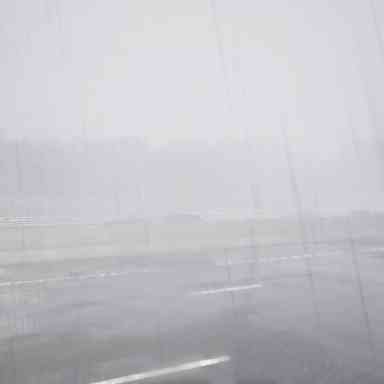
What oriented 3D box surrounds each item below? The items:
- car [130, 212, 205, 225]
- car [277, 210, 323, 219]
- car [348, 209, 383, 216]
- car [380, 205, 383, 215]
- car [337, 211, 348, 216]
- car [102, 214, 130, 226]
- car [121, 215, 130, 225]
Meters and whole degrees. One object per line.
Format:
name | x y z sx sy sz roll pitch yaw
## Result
car | -1.281 2.200 21.187 4.553 1.767 2.097 0 -2 -21
car | 12.243 2.732 37.629 5.357 1.411 2.033 0 -2 -21
car | 15.999 2.209 27.847 5.008 1.535 1.882 0 -2 -21
car | 26.845 2.298 43.262 4.181 1.385 1.994 0 -2 -21
car | 15.690 2.383 31.471 4.892 1.490 1.837 0 -3 -21
car | -5.716 2.783 30.711 5.008 1.535 1.882 0 -2 -21
car | -2.716 2.564 24.371 4.181 1.385 1.994 0 -2 -21
